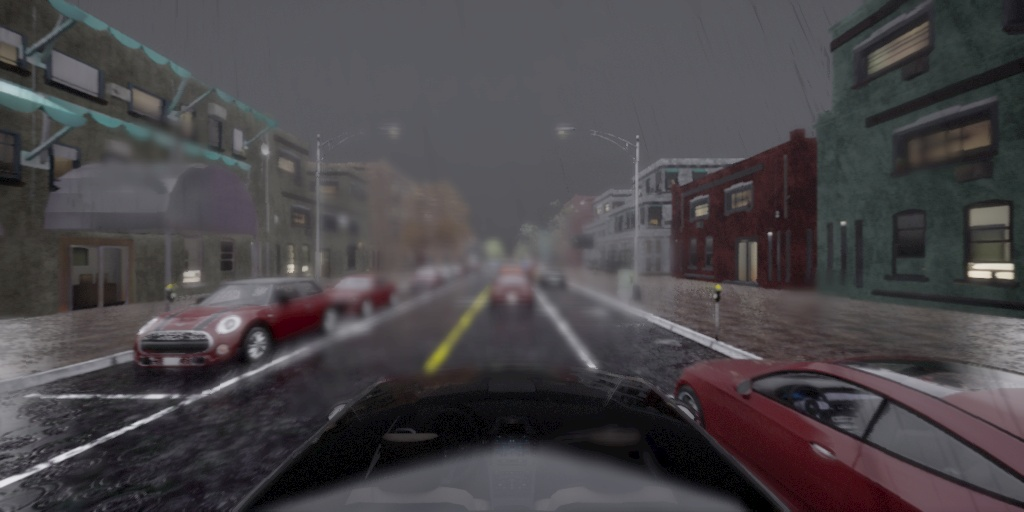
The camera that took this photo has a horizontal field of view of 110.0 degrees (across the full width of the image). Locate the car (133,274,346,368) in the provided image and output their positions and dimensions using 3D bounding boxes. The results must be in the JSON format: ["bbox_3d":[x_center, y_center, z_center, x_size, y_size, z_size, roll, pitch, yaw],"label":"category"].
[{"bbox_3d":[-5.686,1.254,7.984,1.967,1.591,4.097,0,0,0],"label":"car"}]

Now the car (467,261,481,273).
[{"bbox_3d":[-5.674,1.582,52.368,2.192,1.841,5.009,0,0,0],"label":"car"}]

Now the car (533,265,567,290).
[{"bbox_3d":[2.700,1.550,24.628,1.948,1.339,4.313,0,0,0],"label":"car"}]

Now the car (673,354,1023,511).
[{"bbox_3d":[2.694,1.340,2.435,1.802,1.307,4.207,0,0,0],"label":"car"}]

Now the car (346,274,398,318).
[{"bbox_3d":[-5.684,1.416,13.532,1.888,1.381,4.507,0,0,0],"label":"car"}]

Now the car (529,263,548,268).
[{"bbox_3d":[2.702,1.566,30.345,1.751,1.417,4.829,0,0,0],"label":"car"}]

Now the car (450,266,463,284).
[{"bbox_3d":[-5.680,1.592,30.176,2.007,1.370,4.403,0,0,0],"label":"car"}]

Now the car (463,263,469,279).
[{"bbox_3d":[-5.678,1.680,35.724,1.802,1.307,4.207,0,0,0],"label":"car"}]

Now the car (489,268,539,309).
[{"bbox_3d":[0.024,1.419,15.735,1.812,1.442,4.674,0,0,0],"label":"car"}]

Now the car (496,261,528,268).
[{"bbox_3d":[0.024,1.393,30.253,2.097,1.767,4.553,0,-1,0],"label":"car"}]

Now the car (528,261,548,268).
[{"bbox_3d":[2.703,1.412,35.724,2.192,1.841,5.009,0,0,0],"label":"car"}]

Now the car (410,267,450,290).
[{"bbox_3d":[-5.681,1.566,24.628,1.802,1.307,4.207,0,0,0],"label":"car"}]

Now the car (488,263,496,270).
[{"bbox_3d":[-3.035,1.896,62.631,1.812,1.442,4.674,0,-1,1],"label":"car"}]
